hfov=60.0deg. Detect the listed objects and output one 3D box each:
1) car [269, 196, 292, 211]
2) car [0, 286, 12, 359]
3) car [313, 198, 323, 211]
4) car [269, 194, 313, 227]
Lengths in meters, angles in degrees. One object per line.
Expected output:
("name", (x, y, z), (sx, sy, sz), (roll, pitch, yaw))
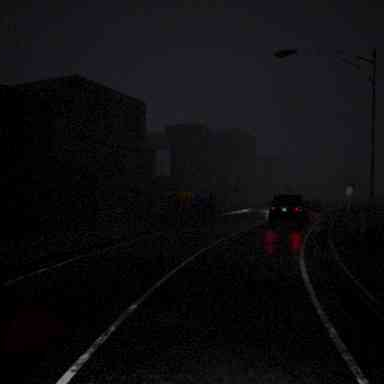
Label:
("car", (10.836, 1.345, 40.612), (1.882, 1.535, 5.008), (1, 0, 25))
("car", (-3.276, 1.473, 2.127), (1.837, 1.490, 4.892), (0, 0, 6))
("car", (14.148, 1.401, 38.972), (1.882, 1.535, 5.008), (1, 1, 25))
("car", (6.749, 1.168, 22.839), (2.150, 2.045, 5.566), (1, 1, 24))
